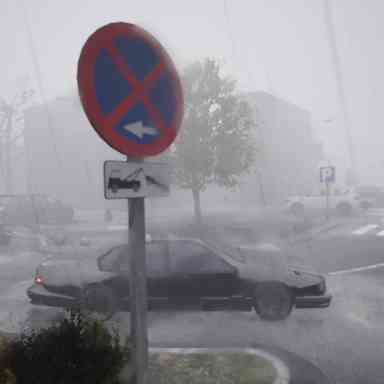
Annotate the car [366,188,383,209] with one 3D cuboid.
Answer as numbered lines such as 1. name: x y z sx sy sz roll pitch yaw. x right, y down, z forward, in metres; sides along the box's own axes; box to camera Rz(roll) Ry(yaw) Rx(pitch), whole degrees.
1. car: 14.017 0.764 30.467 5.366 1.575 1.946 -2 0 19

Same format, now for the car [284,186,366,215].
1. car: 10.020 0.674 25.859 5.566 2.045 2.435 -2 1 19

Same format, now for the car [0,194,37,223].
1. car: -14.811 1.197 25.212 2.435 2.045 5.566 0 0 18

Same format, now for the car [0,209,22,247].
1. car: -9.190 1.558 13.622 4.674 1.442 1.812 -1 1 35

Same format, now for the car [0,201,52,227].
1. car: -12.455 1.459 23.405 2.163 1.488 4.792 0 0 18

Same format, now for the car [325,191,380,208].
1. car: 15.733 0.736 32.863 4.674 1.452 2.002 -2 0 19

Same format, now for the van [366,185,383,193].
1. van: 17.512 0.398 35.218 4.442 1.987 1.878 -2 1 19

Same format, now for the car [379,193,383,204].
1. car: 15.363 0.908 24.029 2.033 1.411 5.357 0 1 39

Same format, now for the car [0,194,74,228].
1. car: -10.128 1.158 21.649 2.435 2.045 5.566 -1 0 18

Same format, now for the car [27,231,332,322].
1. car: -0.258 1.511 6.503 5.357 1.411 2.033 -1 1 2
